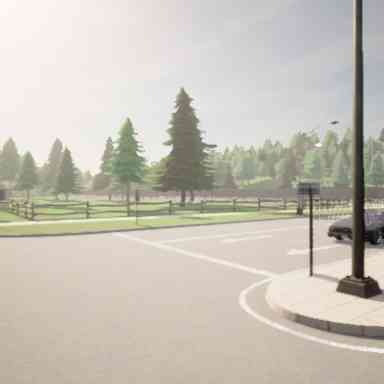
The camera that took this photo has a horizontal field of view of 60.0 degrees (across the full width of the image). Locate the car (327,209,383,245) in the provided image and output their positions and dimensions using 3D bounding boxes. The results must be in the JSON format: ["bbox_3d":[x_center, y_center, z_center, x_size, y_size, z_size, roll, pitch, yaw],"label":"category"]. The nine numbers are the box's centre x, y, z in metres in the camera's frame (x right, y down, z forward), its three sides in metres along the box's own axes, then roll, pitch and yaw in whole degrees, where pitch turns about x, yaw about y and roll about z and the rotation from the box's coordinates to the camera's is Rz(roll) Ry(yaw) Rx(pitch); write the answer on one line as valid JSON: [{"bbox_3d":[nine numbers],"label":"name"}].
[{"bbox_3d":[8.669,1.522,15.690,5.357,1.411,2.033,0,0,-35],"label":"car"}]
